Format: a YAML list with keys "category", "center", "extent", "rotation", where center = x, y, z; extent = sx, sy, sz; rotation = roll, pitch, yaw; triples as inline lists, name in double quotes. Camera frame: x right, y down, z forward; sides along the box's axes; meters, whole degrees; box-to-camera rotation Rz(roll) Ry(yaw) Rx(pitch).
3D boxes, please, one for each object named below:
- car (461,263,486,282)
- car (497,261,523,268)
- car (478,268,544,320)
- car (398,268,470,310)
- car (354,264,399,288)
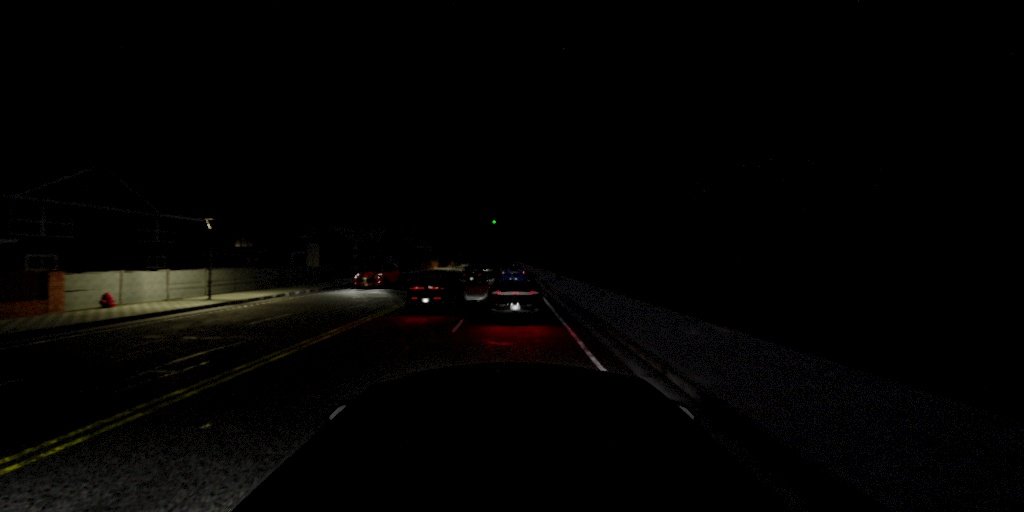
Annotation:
- category: "car"
  center: [-3.191, 1.591, 29.891]
  extent: [1.812, 1.442, 4.674]
  rotation: [0, -1, -2]
- category: "car"
  center: [0.108, 1.404, 28.708]
  extent: [2.097, 1.767, 4.553]
  rotation: [0, -1, 0]
- category: "car"
  center: [0.104, 1.371, 13.291]
  extent: [2.128, 1.511, 4.902]
  rotation: [0, -1, 0]
- category: "car"
  center: [-3.145, 1.407, 15.490]
  extent: [1.837, 1.490, 4.892]
  rotation: [0, -1, 0]
- category: "car"
  center: [-9.795, 1.377, 26.385]
  extent: [2.097, 1.767, 4.553]
  rotation: [0, -1, 0]
